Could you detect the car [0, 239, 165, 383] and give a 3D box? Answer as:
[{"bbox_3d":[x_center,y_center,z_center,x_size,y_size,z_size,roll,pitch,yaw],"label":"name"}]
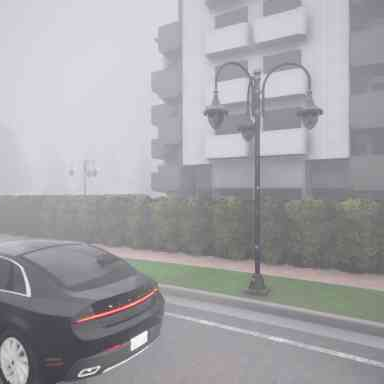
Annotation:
[{"bbox_3d":[-2.711,1.505,5.166,4.892,1.490,1.837,0,0,31],"label":"car"}]
